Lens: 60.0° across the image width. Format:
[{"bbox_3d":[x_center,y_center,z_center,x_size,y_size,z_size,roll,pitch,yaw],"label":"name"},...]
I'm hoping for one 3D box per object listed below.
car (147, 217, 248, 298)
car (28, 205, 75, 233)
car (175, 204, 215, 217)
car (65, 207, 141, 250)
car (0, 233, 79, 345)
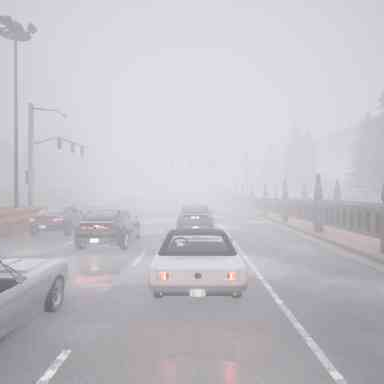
[{"bbox_3d":[0.123,1.550,8.326,1.895,1.301,4.718,0,0,0],"label":"car"},{"bbox_3d":[-6.858,1.408,17.487,1.812,1.442,4.674,0,0,-1],"label":"car"},{"bbox_3d":[0.171,1.386,17.586,1.837,1.490,4.892,0,0,0],"label":"car"},{"bbox_3d":[-3.349,1.413,13.861,1.837,1.490,4.892,0,0,0],"label":"car"},{"bbox_3d":[-3.389,1.577,4.634,1.895,1.301,4.718,0,0,0],"label":"car"}]
